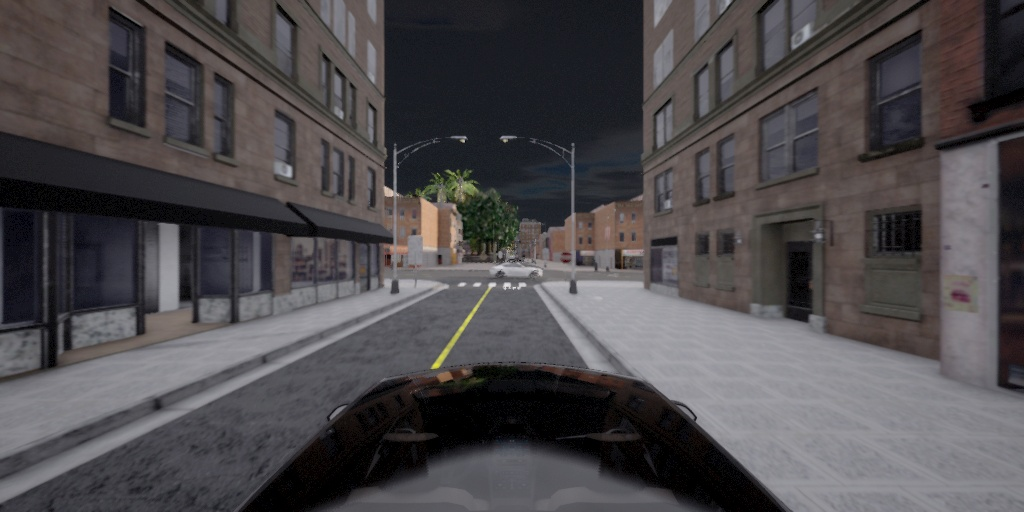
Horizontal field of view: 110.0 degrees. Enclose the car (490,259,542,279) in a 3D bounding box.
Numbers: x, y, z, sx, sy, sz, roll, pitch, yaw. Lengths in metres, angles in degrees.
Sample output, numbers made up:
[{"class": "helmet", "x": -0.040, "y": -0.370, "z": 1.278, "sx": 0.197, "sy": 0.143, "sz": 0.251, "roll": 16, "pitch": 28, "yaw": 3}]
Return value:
[{"class": "car", "x": 0.348, "y": 1.278, "z": 31.647, "sx": 4.674, "sy": 1.442, "sz": 1.812, "roll": 1, "pitch": 0, "yaw": 0}]
